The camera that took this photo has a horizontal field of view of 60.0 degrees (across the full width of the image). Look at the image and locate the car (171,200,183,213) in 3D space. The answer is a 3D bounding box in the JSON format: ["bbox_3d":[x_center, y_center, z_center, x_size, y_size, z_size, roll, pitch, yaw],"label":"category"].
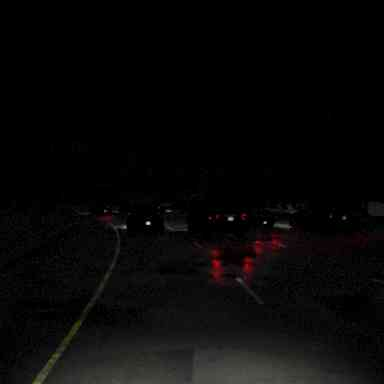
[{"bbox_3d":[-1.060,1.858,43.360,1.837,1.490,4.892,1,0,-29],"label":"car"}]

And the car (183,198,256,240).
[{"bbox_3d":[1.246,1.366,18.314,2.150,2.045,5.566,0,0,-13],"label":"car"}]

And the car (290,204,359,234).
[{"bbox_3d":[7.878,1.484,20.300,2.097,1.767,4.553,0,-1,-13],"label":"car"}]

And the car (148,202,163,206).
[{"bbox_3d":[-5.165,1.932,43.450,1.994,1.385,4.181,0,-1,-30],"label":"car"}]

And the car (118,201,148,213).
[{"bbox_3d":[-7.526,1.832,40.629,1.882,1.535,5.008,0,-1,-29],"label":"car"}]

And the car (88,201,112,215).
[{"bbox_3d":[-10.965,1.865,39.544,1.837,1.490,4.892,1,0,-30],"label":"car"}]

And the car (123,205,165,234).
[{"bbox_3d":[-2.987,1.741,20.601,1.994,1.385,4.181,0,0,-15],"label":"car"}]

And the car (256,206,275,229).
[{"bbox_3d":[3.767,1.658,22.398,2.128,1.511,4.902,0,0,-15],"label":"car"}]
